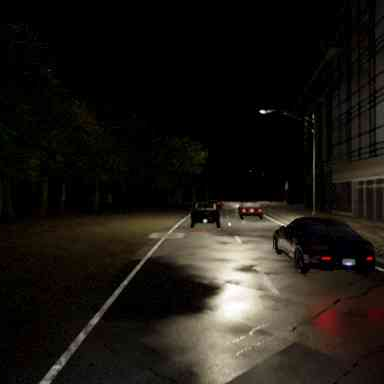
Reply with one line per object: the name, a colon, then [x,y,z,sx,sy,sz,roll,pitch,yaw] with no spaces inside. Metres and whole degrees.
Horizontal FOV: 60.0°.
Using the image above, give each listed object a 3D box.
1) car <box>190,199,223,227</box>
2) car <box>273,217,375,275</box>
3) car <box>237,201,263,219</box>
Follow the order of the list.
car: [0.947,1.458,22.284,1.837,1.490,4.892,0,1,4]
car: [3.815,1.494,10.246,1.812,1.442,4.674,0,0,2]
car: [4.907,1.501,28.402,2.033,1.411,5.357,0,0,5]
